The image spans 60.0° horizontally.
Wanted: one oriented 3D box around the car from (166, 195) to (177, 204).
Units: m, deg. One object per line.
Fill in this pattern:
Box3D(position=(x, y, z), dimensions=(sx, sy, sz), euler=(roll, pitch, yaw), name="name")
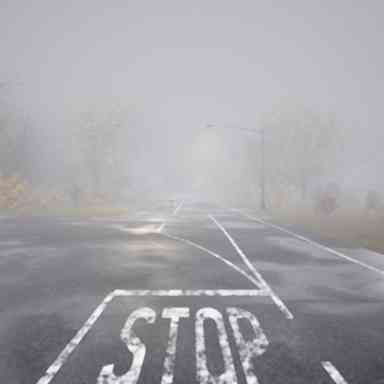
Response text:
Box3D(position=(-3.809, 1.370, 62.161), dimensions=(1.882, 1.535, 5.008), euler=(0, 0, -1), name="car")
